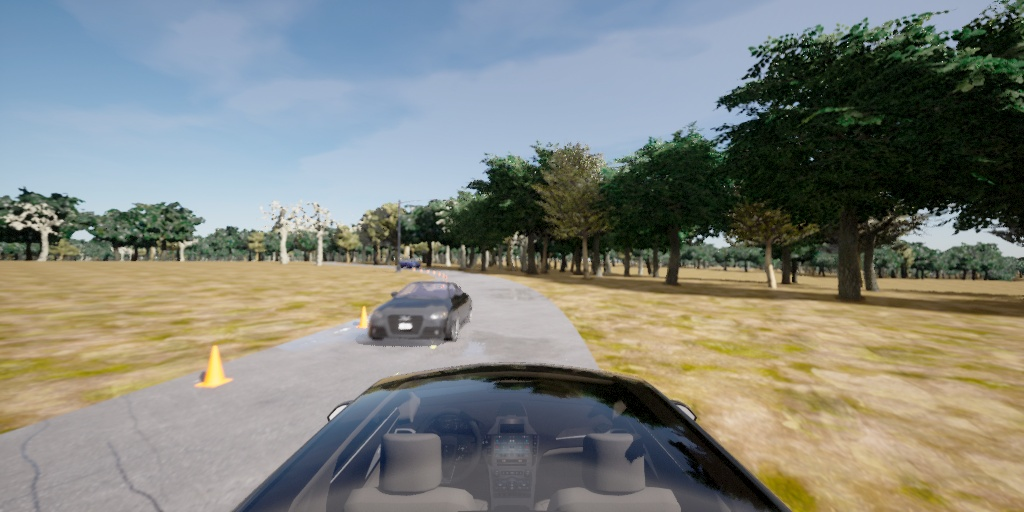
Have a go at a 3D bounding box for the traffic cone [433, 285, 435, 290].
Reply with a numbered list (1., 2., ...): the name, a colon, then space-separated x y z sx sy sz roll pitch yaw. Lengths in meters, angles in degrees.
1. traffic cone: -4.399 1.905 20.228 0.340 0.580 0.340 0 0 -3

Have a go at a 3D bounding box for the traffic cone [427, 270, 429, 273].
1. traffic cone: -12.425 2.211 53.088 0.340 0.580 0.340 0 0 -24

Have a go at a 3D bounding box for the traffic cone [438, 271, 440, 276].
1. traffic cone: -8.914 2.160 44.031 0.340 0.580 0.340 0 0 -18

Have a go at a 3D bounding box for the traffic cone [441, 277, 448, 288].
1. traffic cone: -4.804 1.965 25.069 0.340 0.580 0.340 0 0 -6

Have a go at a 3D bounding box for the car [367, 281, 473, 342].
1. car: -2.285 1.398 9.957 1.994 1.385 4.181 0 -1 3

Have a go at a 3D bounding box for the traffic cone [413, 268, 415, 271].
1. traffic cone: -16.858 2.225 61.732 0.340 0.580 0.340 0 0 -30

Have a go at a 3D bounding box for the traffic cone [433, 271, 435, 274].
1. traffic cone: -10.551 2.190 48.605 0.340 0.580 0.340 0 0 -21

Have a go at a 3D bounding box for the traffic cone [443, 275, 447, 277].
1. traffic cone: -5.459 2.022 29.883 0.340 0.580 0.340 0 0 -9

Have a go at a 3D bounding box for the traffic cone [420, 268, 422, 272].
1. traffic cone: -14.529 2.222 57.468 0.340 0.580 0.340 0 0 -27

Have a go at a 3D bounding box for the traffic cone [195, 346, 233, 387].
1. traffic cone: -4.704 1.716 5.669 0.340 0.580 0.340 0 0 6

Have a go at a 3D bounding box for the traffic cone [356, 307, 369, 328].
1. traffic cone: -4.349 1.778 10.514 0.340 0.580 0.340 0 0 3
